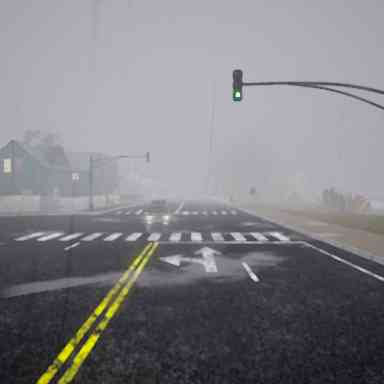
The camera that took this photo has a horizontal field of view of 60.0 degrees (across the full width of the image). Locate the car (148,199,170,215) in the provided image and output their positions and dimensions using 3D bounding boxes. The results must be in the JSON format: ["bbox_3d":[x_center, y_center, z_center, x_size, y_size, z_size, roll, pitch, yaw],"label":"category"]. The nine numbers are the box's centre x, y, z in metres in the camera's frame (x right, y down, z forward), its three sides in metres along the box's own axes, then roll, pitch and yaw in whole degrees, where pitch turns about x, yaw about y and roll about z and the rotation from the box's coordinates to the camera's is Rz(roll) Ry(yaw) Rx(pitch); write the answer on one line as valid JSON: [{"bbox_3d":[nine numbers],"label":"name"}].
[{"bbox_3d":[-3.272,1.454,33.447,1.882,1.535,5.008,0,1,0],"label":"car"}]

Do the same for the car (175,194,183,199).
[{"bbox_3d":[-3.310,1.172,85.754,1.882,1.535,5.008,0,0,0],"label":"car"}]
